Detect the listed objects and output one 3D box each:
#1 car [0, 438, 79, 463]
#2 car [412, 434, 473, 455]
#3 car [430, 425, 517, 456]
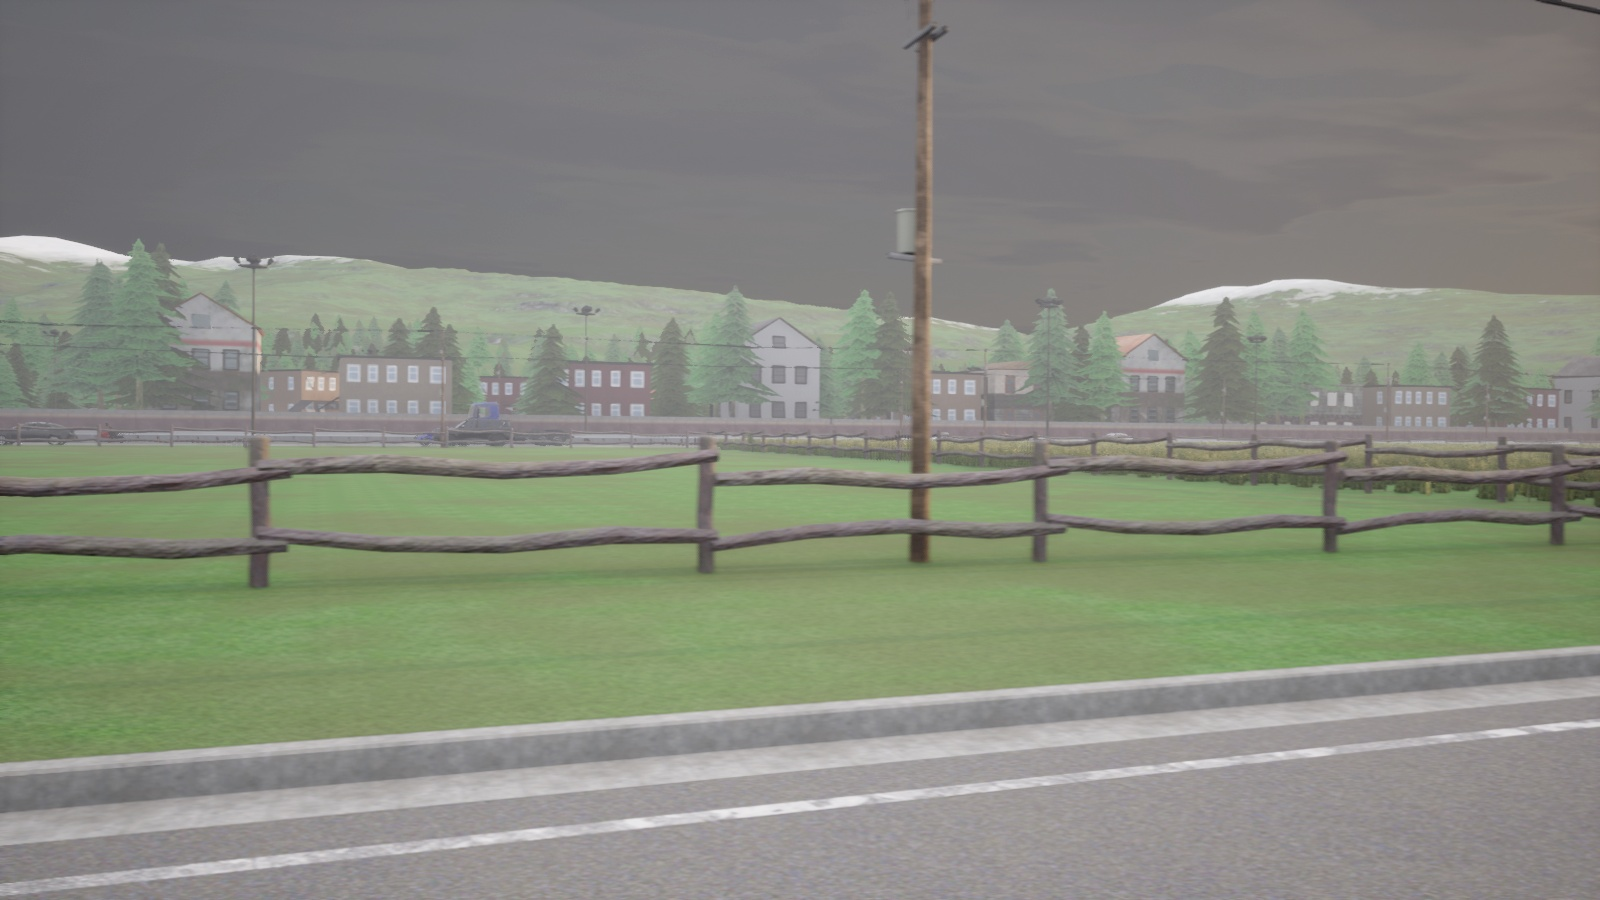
[{"bbox_3d":[-49.294,0.049,80.651,4.892,1.490,1.837,-1,1,-21],"label":"car"},{"bbox_3d":[-26.487,-0.428,92.926,4.193,1.474,1.816,-1,1,-21],"label":"car"},{"bbox_3d":[-22.591,-0.669,86.907,5.566,2.045,2.150,-1,1,-21],"label":"car"}]
